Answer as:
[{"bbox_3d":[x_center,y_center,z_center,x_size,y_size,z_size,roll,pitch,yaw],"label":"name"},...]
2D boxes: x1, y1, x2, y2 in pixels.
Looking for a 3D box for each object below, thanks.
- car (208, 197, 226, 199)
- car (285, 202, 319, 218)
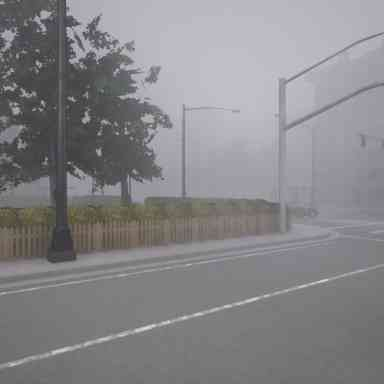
[{"bbox_3d":[3.269,1.360,38.026,2.097,1.767,4.553,0,0,-35],"label":"car"},{"bbox_3d":[8.914,1.609,29.916,1.895,1.301,4.718,0,0,-35],"label":"car"}]
